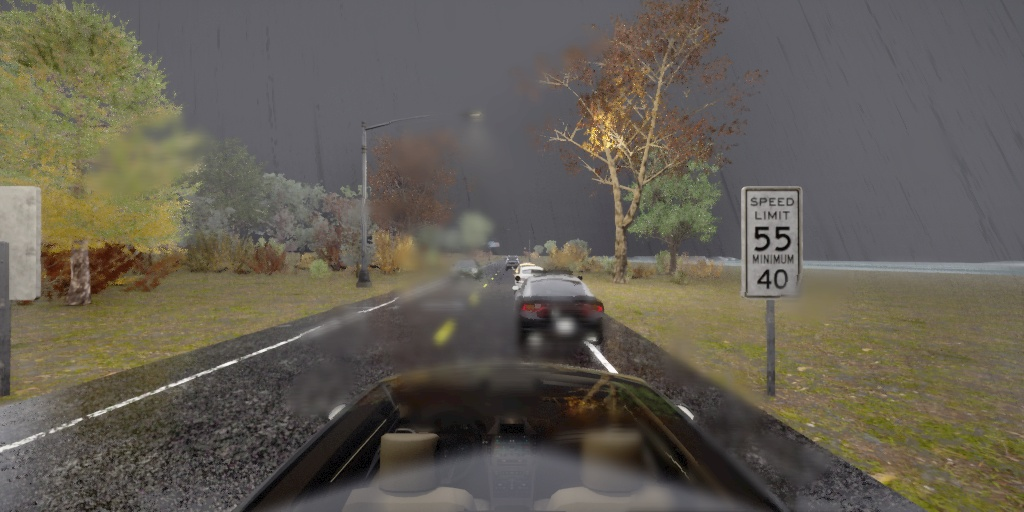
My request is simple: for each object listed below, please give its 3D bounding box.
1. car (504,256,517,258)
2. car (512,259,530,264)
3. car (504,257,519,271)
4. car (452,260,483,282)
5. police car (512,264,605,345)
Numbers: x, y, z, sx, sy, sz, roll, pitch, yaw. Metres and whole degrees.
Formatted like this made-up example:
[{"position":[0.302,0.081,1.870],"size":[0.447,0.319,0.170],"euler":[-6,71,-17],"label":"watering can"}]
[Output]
[{"position":[0.096,0.957,61.981],"size":[2.150,2.045,5.566],"euler":[0,0,0],"label":"car"},{"position":[1.068,1.204,25.720],"size":[1.801,1.575,5.366],"euler":[0,0,0],"label":"car"},{"position":[0.096,1.247,48.799],"size":[1.837,1.490,4.892],"euler":[0,0,1],"label":"car"},{"position":[-3.575,1.100,29.224],"size":[2.097,1.767,4.553],"euler":[0,0,0],"label":"car"},{"position":[1.048,1.175,9.646],"size":[1.930,1.638,5.238],"euler":[0,0,0],"label":"police car"}]
